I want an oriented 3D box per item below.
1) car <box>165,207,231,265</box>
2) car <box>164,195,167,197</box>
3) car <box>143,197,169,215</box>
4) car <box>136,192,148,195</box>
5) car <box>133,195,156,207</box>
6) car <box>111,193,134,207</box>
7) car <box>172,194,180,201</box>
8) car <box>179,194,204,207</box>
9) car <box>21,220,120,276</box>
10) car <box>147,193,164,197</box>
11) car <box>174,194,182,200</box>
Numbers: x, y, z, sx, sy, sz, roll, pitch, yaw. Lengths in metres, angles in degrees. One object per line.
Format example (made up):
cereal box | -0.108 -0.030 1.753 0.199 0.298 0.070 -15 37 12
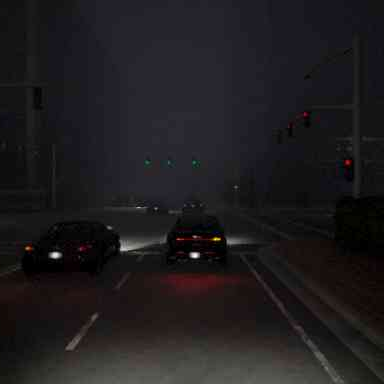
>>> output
car | 0.264 1.499 11.665 1.837 1.490 4.892 0 0 4
car | -7.039 1.413 80.207 1.895 1.301 4.718 0 0 0
car | -3.418 1.545 33.736 1.994 1.385 4.181 0 0 0
car | -10.548 1.316 65.786 2.097 1.767 4.553 0 0 0
car | -7.099 1.535 49.941 1.994 1.385 4.181 0 0 0
car | -10.596 1.192 50.479 2.150 2.045 5.566 0 0 0
car | -3.537 1.508 77.853 1.994 1.385 4.181 0 0 0
car | 0.083 1.333 33.116 2.097 1.767 4.553 0 0 0
car | -3.515 1.558 10.371 1.994 1.385 4.181 0 0 -2
car | -7.052 1.467 64.727 1.837 1.490 4.892 0 0 0
car | -3.541 1.372 86.395 1.812 1.442 4.674 0 0 0
